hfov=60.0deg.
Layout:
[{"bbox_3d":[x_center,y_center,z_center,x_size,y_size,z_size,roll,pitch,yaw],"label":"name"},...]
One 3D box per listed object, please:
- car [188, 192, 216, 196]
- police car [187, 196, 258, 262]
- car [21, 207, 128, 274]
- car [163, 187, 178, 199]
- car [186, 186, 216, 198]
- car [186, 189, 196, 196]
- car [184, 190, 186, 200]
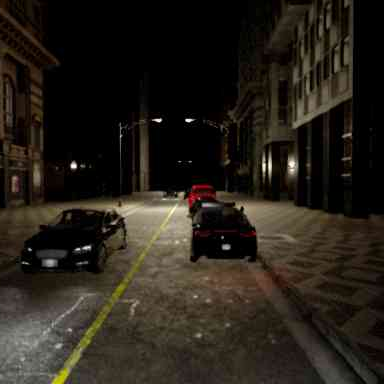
[{"bbox_3d":[0.840,0.982,20.963,1.812,1.442,4.674,0,1,0],"label":"car"},{"bbox_3d":[0.868,1.134,11.073,1.930,1.638,5.238,0,1,0],"label":"police car"},{"bbox_3d":[-3.129,1.236,9.760,2.128,1.511,4.902,0,1,0],"label":"car"},{"bbox_3d":[-3.223,0.080,50.808,2.097,1.767,4.553,0,1,0],"label":"car"},{"bbox_3d":[0.823,0.530,26.984,2.150,2.045,5.566,0,1,0],"label":"car"},{"bbox_3d":[-0.185,0.003,64.527,1.895,1.301,4.718,0,1,0],"label":"car"},{"bbox_3d":[-0.117,0.154,47.622,2.097,1.767,4.553,0,1,0],"label":"car"}]
